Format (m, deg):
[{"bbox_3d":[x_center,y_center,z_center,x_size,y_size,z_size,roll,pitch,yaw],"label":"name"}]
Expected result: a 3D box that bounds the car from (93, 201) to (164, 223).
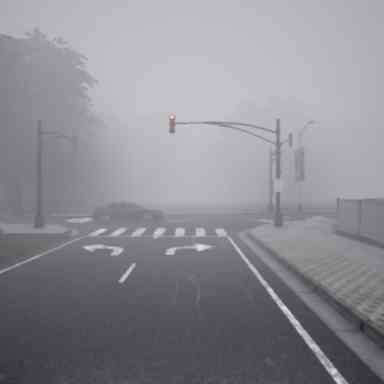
[{"bbox_3d":[-4.426,1.432,23.397,4.892,1.490,1.837,0,-1,0],"label":"car"}]
